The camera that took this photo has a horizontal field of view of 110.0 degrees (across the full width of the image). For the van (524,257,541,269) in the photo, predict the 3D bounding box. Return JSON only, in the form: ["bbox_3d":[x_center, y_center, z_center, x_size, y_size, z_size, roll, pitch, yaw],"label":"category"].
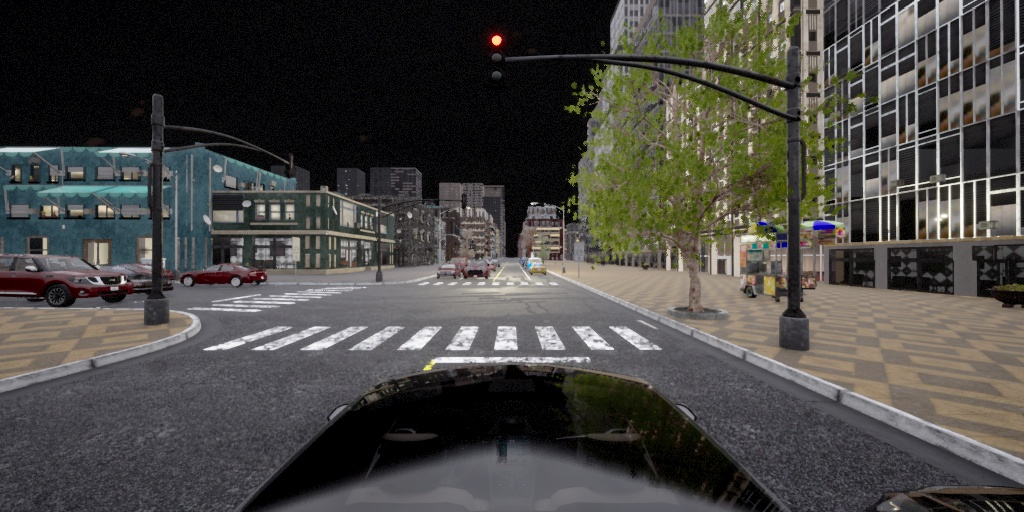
[{"bbox_3d":[2.732,1.094,43.621,1.690,1.789,3.998,0,0,0],"label":"van"}]

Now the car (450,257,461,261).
[{"bbox_3d":[-5.654,1.067,38.075,2.192,1.841,5.009,0,0,0],"label":"car"}]

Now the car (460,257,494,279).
[{"bbox_3d":[-3.069,1.104,32.220,2.097,1.767,4.553,0,0,0],"label":"car"}]

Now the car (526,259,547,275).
[{"bbox_3d":[2.727,1.278,38.239,1.751,1.417,4.829,0,0,0],"label":"car"}]

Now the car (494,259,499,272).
[{"bbox_3d":[-3.066,1.317,45.244,1.994,1.385,4.181,0,0,-1],"label":"car"}]

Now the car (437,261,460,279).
[{"bbox_3d":[-5.659,1.334,32.524,1.802,1.307,4.207,0,0,0],"label":"car"}]

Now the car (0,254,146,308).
[{"bbox_3d":[-17.147,0.850,13.147,5.009,1.841,2.192,0,0,-1],"label":"car"}]

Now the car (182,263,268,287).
[{"bbox_3d":[-17.257,1.121,21.527,4.507,1.381,1.888,0,0,-1],"label":"car"}]

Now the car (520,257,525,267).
[{"bbox_3d":[2.742,1.305,54.723,2.007,1.370,4.403,0,0,0],"label":"car"}]

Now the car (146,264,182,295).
[{"bbox_3d":[-18.225,1.082,15.725,5.357,1.411,2.033,1,0,-1],"label":"car"}]
